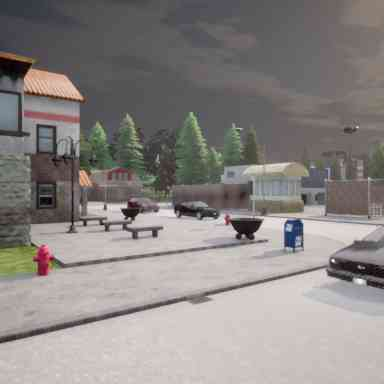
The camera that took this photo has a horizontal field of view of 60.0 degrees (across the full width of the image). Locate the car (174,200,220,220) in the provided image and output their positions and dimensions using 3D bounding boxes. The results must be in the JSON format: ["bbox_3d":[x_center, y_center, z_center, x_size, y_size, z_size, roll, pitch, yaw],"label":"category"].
[{"bbox_3d":[0.348,1.478,28.480,1.882,1.535,5.008,0,0,-35],"label":"car"}]

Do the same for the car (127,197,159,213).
[{"bbox_3d":[-5.407,1.352,36.597,2.097,1.767,4.553,0,0,-35],"label":"car"}]

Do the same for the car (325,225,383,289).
[{"bbox_3d":[5.795,1.547,8.746,5.357,1.411,2.033,0,0,-36],"label":"car"}]
